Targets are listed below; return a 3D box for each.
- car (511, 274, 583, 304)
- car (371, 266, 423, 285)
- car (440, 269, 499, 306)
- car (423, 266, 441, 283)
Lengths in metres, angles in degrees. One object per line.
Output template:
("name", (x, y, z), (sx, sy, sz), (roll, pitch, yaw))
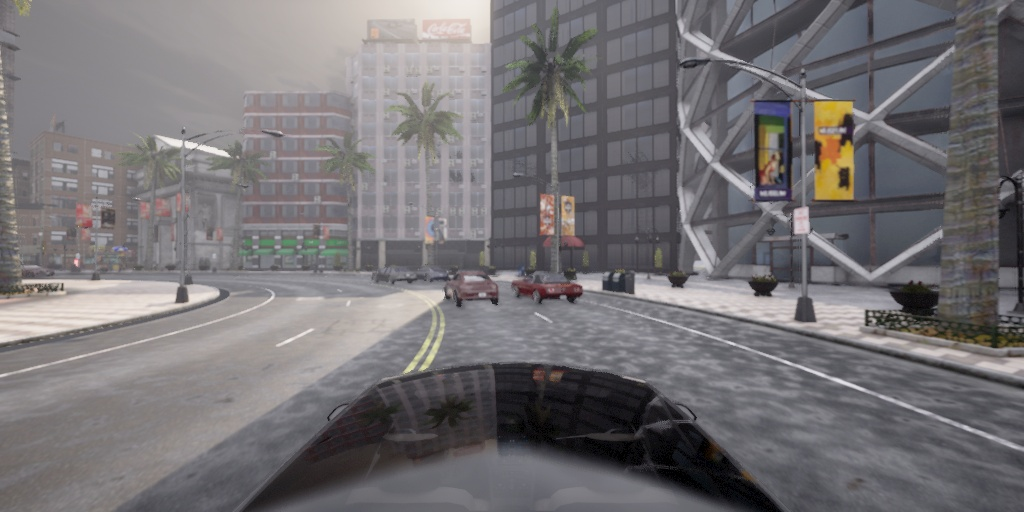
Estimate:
("car", (1.492, 1.494, 17.416), (1.895, 1.301, 4.718), (0, -1, -19))
("car", (-9.785, 1.562, 29.649), (2.033, 1.411, 5.357), (0, -1, -43))
("car", (-1.941, 1.414, 16.601), (1.812, 1.442, 4.674), (0, 0, -19))
("car", (-7.450, 1.601, 32.251), (1.994, 1.385, 4.181), (0, -1, -44))
